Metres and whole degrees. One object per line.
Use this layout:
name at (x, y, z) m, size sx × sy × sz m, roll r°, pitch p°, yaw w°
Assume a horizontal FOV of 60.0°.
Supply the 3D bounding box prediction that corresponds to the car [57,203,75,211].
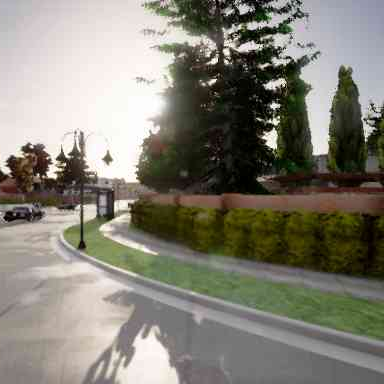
car at (-21.755, 2.570, 57.529) m, size 1.895 × 1.301 × 4.718 m, roll 0°, pitch -1°, yaw -5°

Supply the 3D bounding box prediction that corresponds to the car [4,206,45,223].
car at (-15.217, 2.004, 30.531) m, size 2.033 × 1.411 × 5.357 m, roll 0°, pitch -1°, yaw -6°
